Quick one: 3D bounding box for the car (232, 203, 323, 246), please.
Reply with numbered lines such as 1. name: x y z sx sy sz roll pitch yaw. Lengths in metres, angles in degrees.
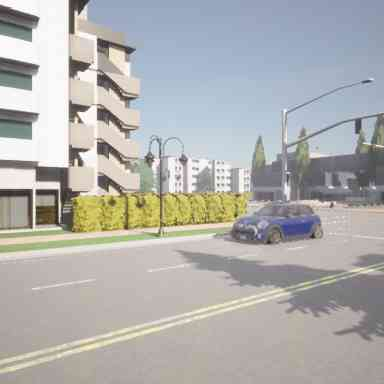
1. car: 3.994 1.352 15.447 4.553 1.767 2.097 0 0 -36
